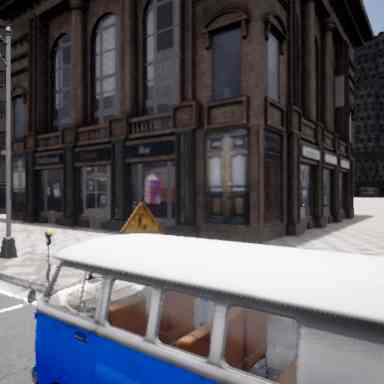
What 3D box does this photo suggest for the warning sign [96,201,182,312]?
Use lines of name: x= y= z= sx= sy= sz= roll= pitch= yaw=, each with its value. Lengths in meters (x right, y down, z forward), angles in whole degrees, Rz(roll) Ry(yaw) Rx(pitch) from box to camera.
warning sign: x=-1.013 y=1.121 z=6.517 sx=1.060 sy=1.860 sz=1.300 roll=0 pitch=0 yaw=36

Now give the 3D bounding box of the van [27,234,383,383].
van: x=0.294 y=1.343 z=2.754 sx=3.998 sy=1.788 sz=1.690 roll=0 pitch=0 yaw=36
